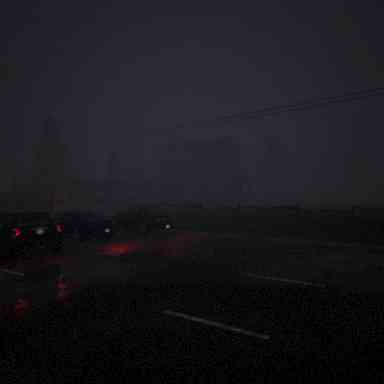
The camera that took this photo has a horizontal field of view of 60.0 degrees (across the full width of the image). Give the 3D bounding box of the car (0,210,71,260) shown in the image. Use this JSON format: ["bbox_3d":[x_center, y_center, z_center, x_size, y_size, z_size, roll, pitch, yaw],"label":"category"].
[{"bbox_3d":[-7.248,1.500,13.356,4.553,1.767,2.097,-1,-1,36],"label":"car"}]

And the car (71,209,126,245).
[{"bbox_3d":[-5.874,1.635,16.682,5.008,1.535,1.882,0,0,36],"label":"car"}]

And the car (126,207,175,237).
[{"bbox_3d":[-3.247,1.643,19.099,4.902,1.511,2.128,-1,0,36],"label":"car"}]
